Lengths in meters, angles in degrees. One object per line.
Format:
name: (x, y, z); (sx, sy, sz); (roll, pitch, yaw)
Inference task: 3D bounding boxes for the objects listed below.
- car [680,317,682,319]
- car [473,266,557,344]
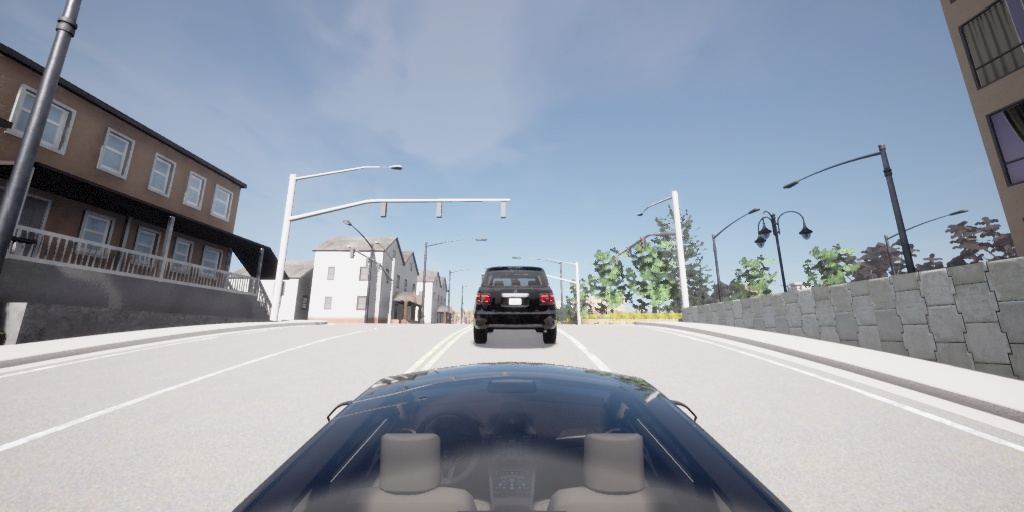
car: (17.350, 5.589, 31.659); (4.902, 1.511, 2.128); (0, -12, 1)
car: (0.086, 1.503, 11.202); (2.150, 2.045, 5.566); (0, -7, 0)
